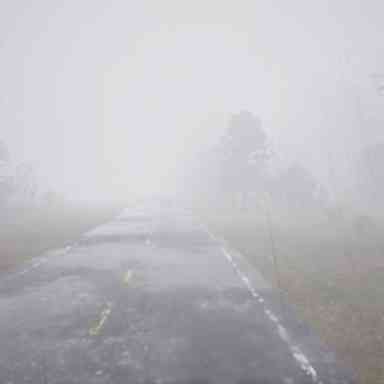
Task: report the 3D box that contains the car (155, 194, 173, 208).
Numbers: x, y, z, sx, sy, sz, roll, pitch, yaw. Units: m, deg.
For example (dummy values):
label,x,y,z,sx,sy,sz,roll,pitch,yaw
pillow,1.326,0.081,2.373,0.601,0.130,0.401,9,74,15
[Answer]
label,x,y,z,sx,sy,sz,roll,pitch,yaw
car,-3.680,1.298,45.009,1.837,1.490,4.892,0,0,-9

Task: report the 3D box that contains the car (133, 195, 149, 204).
label,x,y,z,sx,sy,sz,roll,pitch,yaw
car,-8.959,1.291,56.583,2.033,1.411,5.357,0,0,-11

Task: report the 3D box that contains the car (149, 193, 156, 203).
label,x,y,z,sx,sy,sz,roll,pitch,yaw
car,-7.111,1.063,62.648,2.097,1.767,4.553,0,0,-13
